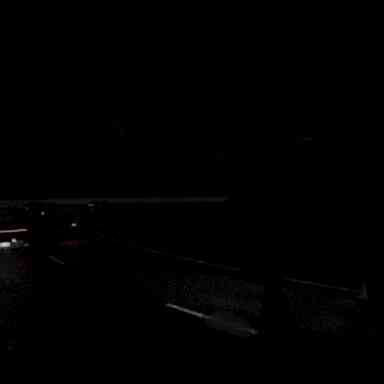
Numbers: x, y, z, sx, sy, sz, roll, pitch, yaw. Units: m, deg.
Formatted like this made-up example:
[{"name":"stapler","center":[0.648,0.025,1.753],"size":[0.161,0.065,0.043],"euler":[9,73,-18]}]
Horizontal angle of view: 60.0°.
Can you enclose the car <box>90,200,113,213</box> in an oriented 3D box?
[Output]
[{"name":"car","center":[-10.827,1.689,39.279],"size":[2.128,1.511,4.902],"euler":[0,0,4]}]

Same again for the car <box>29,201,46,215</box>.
[{"name":"car","center":[-14.449,1.778,34.134],"size":[1.895,1.301,4.718],"euler":[0,0,-3]}]

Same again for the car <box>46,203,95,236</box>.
[{"name":"car","center":[-7.248,1.578,19.496],"size":[1.882,1.535,5.008],"euler":[0,0,-27]}]

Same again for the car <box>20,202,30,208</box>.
[{"name":"car","center":[-17.795,1.761,37.901],"size":[1.994,1.385,4.181],"euler":[0,0,1]}]

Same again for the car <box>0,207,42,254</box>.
[{"name":"car","center":[-7.673,1.562,13.212],"size":[2.128,1.511,4.902],"euler":[0,0,-34]}]

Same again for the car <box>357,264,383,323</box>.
[{"name":"car","center":[5.035,1.620,4.770],"size":[4.718,1.301,1.895],"euler":[0,0,34]}]
